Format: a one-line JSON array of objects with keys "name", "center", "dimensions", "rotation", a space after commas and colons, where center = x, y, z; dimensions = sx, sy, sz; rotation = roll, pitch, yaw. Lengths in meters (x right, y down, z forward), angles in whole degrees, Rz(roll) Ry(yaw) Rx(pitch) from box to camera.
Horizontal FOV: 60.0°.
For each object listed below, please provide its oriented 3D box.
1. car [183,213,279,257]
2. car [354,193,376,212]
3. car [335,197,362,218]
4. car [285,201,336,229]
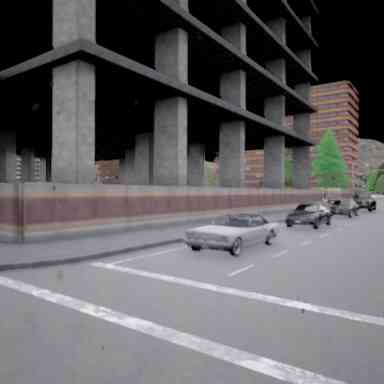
[{"name": "car", "center": [1.687, 1.527, 12.959], "dimensions": [1.895, 1.301, 4.718], "rotation": [1, 0, 35]}, {"name": "car", "center": [19.677, 1.151, 38.271], "dimensions": [2.150, 2.045, 5.566], "rotation": [1, 0, 35]}, {"name": "car", "center": [13.453, 1.433, 29.559], "dimensions": [1.837, 1.490, 4.892], "rotation": [1, 0, 35]}, {"name": "car", "center": [7.460, 1.453, 21.093], "dimensions": [1.812, 1.442, 4.674], "rotation": [1, 0, 36]}]
